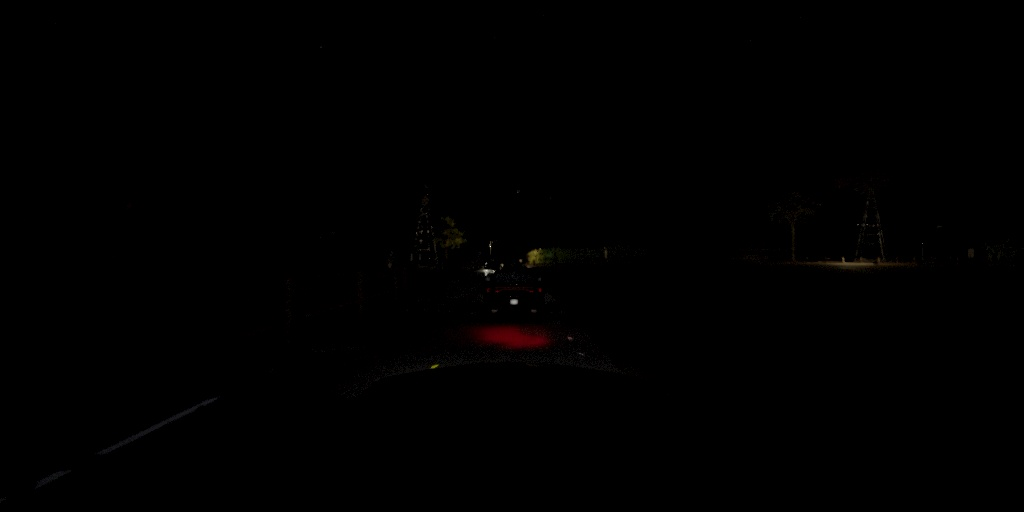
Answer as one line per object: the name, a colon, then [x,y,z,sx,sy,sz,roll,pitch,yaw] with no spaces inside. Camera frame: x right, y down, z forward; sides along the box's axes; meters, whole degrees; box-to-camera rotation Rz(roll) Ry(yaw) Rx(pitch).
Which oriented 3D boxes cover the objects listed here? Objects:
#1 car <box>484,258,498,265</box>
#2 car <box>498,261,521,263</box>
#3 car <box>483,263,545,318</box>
car: [-2.825,1.061,51.606,2.097,1.767,4.553,0,0,0]
car: [0.066,1.146,28.993,1.837,1.490,4.892,0,0,0]
car: [0.062,1.163,12.744,1.882,1.535,5.008,0,0,0]
